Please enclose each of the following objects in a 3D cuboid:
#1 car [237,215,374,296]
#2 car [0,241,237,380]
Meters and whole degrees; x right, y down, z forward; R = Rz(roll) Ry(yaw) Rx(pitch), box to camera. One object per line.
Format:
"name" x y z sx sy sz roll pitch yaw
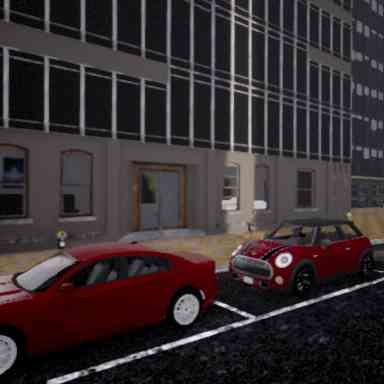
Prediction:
"car" 2.892 1.454 8.616 4.097 1.590 1.967 0 0 -35
"car" -1.619 1.548 5.401 4.507 1.381 1.887 0 0 -35
